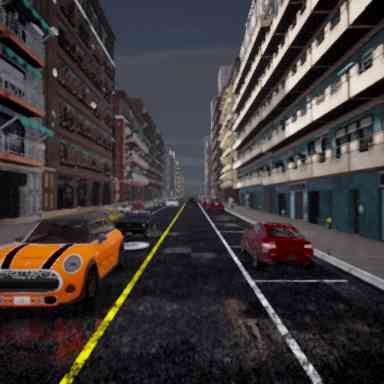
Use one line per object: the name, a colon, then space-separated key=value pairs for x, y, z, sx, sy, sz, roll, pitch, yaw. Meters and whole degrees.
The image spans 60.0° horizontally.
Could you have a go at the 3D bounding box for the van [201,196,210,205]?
van: x=2.712 y=1.642 z=66.341 sx=1.690 sy=1.788 sz=3.998 roll=1 pitch=0 yaw=0

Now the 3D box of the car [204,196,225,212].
car: x=3.009 y=1.543 z=42.848 sx=2.097 sy=1.767 sz=4.553 roll=0 pitch=0 yaw=0

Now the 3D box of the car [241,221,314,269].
car: x=2.700 y=1.631 z=11.105 sx=1.802 sy=1.307 sz=4.206 roll=1 pitch=0 yaw=0

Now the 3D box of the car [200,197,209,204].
car: x=2.712 y=1.873 z=71.863 sx=1.887 sy=1.381 sz=4.507 roll=1 pitch=0 yaw=0

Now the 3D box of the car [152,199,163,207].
car: x=-5.672 y=1.800 z=55.308 sx=2.008 sy=1.369 sz=4.403 roll=1 pitch=0 yaw=0

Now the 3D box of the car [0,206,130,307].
car: x=-3.089 y=1.388 z=8.296 sx=2.097 sy=1.767 sz=4.553 roll=0 pitch=0 yaw=0

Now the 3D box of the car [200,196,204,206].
car: x=2.711 y=1.715 z=60.817 sx=1.967 sy=1.590 sz=4.097 roll=1 pitch=0 yaw=0

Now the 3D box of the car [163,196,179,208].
car: x=-3.057 y=1.759 z=52.076 sx=1.812 sy=1.442 sz=4.674 roll=0 pitch=0 yaw=0

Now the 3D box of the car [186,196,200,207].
car: x=0.014 y=1.737 z=57.332 sx=1.882 sy=1.535 sz=5.008 roll=0 pitch=0 yaw=0

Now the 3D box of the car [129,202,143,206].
car: x=-5.677 y=1.674 z=27.691 sx=2.008 sy=1.369 sz=4.403 roll=1 pitch=0 yaw=0

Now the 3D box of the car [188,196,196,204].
car: x=0.013 y=1.711 z=72.282 sx=1.837 sy=1.490 sz=4.892 roll=0 pitch=0 yaw=0

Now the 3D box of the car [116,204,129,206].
car: x=-5.678 y=1.623 z=21.998 sx=1.752 sy=1.417 sz=4.829 roll=1 pitch=0 yaw=0

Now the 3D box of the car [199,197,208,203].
car: x=2.712 y=1.899 z=77.387 sx=1.887 sy=1.381 sz=4.507 roll=0 pitch=0 yaw=0

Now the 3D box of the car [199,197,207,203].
car: x=2.713 y=1.948 z=82.910 sx=1.947 sy=1.339 sz=4.313 roll=0 pitch=0 yaw=0

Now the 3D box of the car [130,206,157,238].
car: x=-3.057 y=1.681 z=18.241 sx=1.895 sy=1.301 sz=4.718 roll=0 pitch=0 yaw=0

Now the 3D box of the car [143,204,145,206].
car: x=-5.676 y=1.692 z=33.215 sx=1.887 sy=1.381 sz=4.507 roll=1 pitch=0 yaw=0
